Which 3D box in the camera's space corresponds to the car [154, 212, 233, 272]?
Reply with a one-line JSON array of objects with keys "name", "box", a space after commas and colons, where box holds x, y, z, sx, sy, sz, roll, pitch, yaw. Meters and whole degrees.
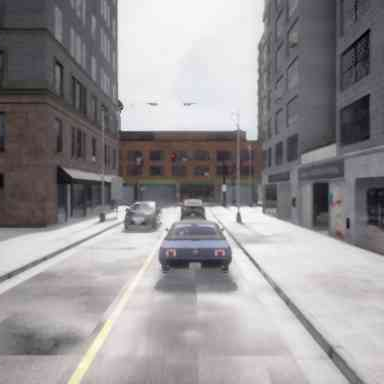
[{"name": "car", "box": [0.089, 1.521, 10.441, 1.895, 1.301, 4.718, 0, 0, 0]}]

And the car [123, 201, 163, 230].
[{"name": "car", "box": [-2.845, 1.343, 20.068, 2.128, 1.511, 4.902, 0, 0, 0]}]

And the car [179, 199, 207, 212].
[{"name": "car", "box": [0.085, 1.317, 25.568, 1.837, 1.490, 4.892, 0, 0, 0]}]
